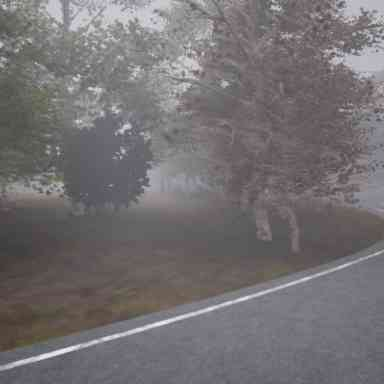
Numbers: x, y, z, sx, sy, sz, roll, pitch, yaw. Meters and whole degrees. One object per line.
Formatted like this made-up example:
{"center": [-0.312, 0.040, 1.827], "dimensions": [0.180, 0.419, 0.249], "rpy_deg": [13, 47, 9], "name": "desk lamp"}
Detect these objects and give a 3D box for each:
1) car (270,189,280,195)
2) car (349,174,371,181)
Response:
{"center": [12.158, -0.409, 48.169], "dimensions": [2.128, 1.511, 4.902], "rpy_deg": [-4, 3, 5], "name": "car"}
{"center": [34.343, -3.060, 68.848], "dimensions": [4.892, 1.490, 1.837], "rpy_deg": [-3, 3, 3], "name": "car"}
